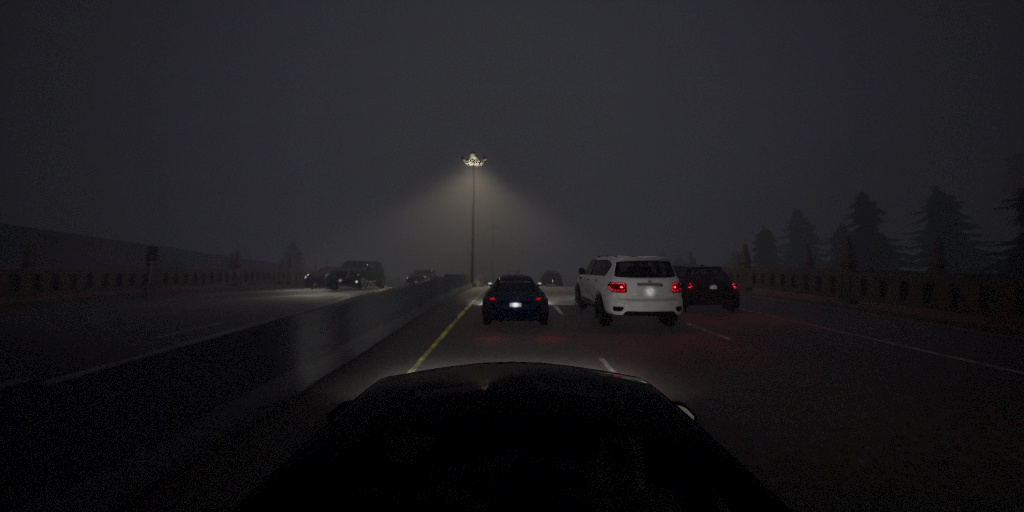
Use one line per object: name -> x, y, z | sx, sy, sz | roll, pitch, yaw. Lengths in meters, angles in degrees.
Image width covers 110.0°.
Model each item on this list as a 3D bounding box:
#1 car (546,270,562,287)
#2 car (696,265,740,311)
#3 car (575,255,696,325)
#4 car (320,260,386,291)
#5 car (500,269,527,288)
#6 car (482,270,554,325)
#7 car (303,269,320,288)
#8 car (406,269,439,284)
car -> 3.596, 2.150, 34.038 | 1.837, 1.490, 4.892 | 0, -5, 0
car -> 7.098, 1.139, 14.750 | 2.097, 1.767, 4.553 | 0, 0, 0
car -> 3.598, 0.995, 12.030 | 2.150, 2.045, 5.566 | 0, 0, 0
car -> -10.602, 1.283, 24.899 | 2.150, 2.045, 5.566 | 0, -3, 0
car -> 0.096, 1.886, 29.809 | 2.033, 1.411, 5.357 | 0, -4, 0
car -> 0.098, 1.337, 12.001 | 1.994, 1.385, 4.181 | 0, 0, 0
car -> -14.100, 1.573, 27.912 | 2.097, 1.767, 4.553 | 0, -3, 0
car -> -7.101, 1.788, 28.986 | 1.837, 1.490, 4.892 | 0, -3, 0
